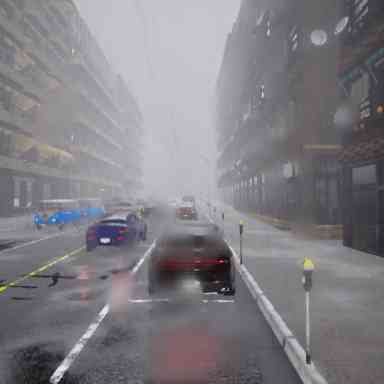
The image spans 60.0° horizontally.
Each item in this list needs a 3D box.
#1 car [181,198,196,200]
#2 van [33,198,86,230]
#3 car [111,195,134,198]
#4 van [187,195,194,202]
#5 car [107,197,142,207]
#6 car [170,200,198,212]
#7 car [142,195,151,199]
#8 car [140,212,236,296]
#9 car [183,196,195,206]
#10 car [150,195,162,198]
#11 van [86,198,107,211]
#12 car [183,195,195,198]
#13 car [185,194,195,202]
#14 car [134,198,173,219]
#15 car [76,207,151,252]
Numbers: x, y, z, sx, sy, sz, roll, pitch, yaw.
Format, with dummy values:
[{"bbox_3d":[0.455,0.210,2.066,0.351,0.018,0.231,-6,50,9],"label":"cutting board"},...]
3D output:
[{"bbox_3d":[-0.437,1.582,31.754,1.887,1.381,4.507,1,0,0],"label":"car"},{"bbox_3d":[-8.312,1.359,20.753,1.690,1.788,3.998,2,0,0],"label":"van"},{"bbox_3d":[-8.312,1.365,37.346,2.192,1.841,5.009,1,0,0],"label":"car"},{"bbox_3d":[-0.471,1.575,87.068,1.690,1.788,3.998,1,0,0],"label":"van"},{"bbox_3d":[-5.866,1.509,28.751,1.882,1.535,5.008,0,0,0],"label":"car"},{"bbox_3d":[-0.437,1.572,26.224,1.887,1.381,4.507,1,0,0],"label":"car"},{"bbox_3d":[-8.319,1.660,53.938,1.947,1.339,4.313,1,0,0],"label":"car"},{"bbox_3d":[0.000,1.509,8.653,1.837,1.490,4.892,0,0,0],"label":"car"},{"bbox_3d":[-0.471,1.553,59.411,1.967,1.590,4.097,1,0,0],"label":"car"},{"bbox_3d":[-8.315,1.471,70.528,2.192,1.841,5.009,1,0,0],"label":"car"},{"bbox_3d":[-8.313,1.368,26.285,1.690,1.788,3.998,1,0,0],"label":"van"},{"bbox_3d":[-0.427,1.490,37.286,1.967,1.590,4.097,1,0,0],"label":"car"},{"bbox_3d":[-0.470,1.521,81.536,2.192,1.841,5.009,1,0,0],"label":"car"},{"bbox_3d":[-2.937,1.520,26.422,2.128,1.511,4.902,0,0,0],"label":"car"},{"bbox_3d":[-3.020,1.536,13.884,1.812,1.442,4.674,0,0,0],"label":"car"}]
